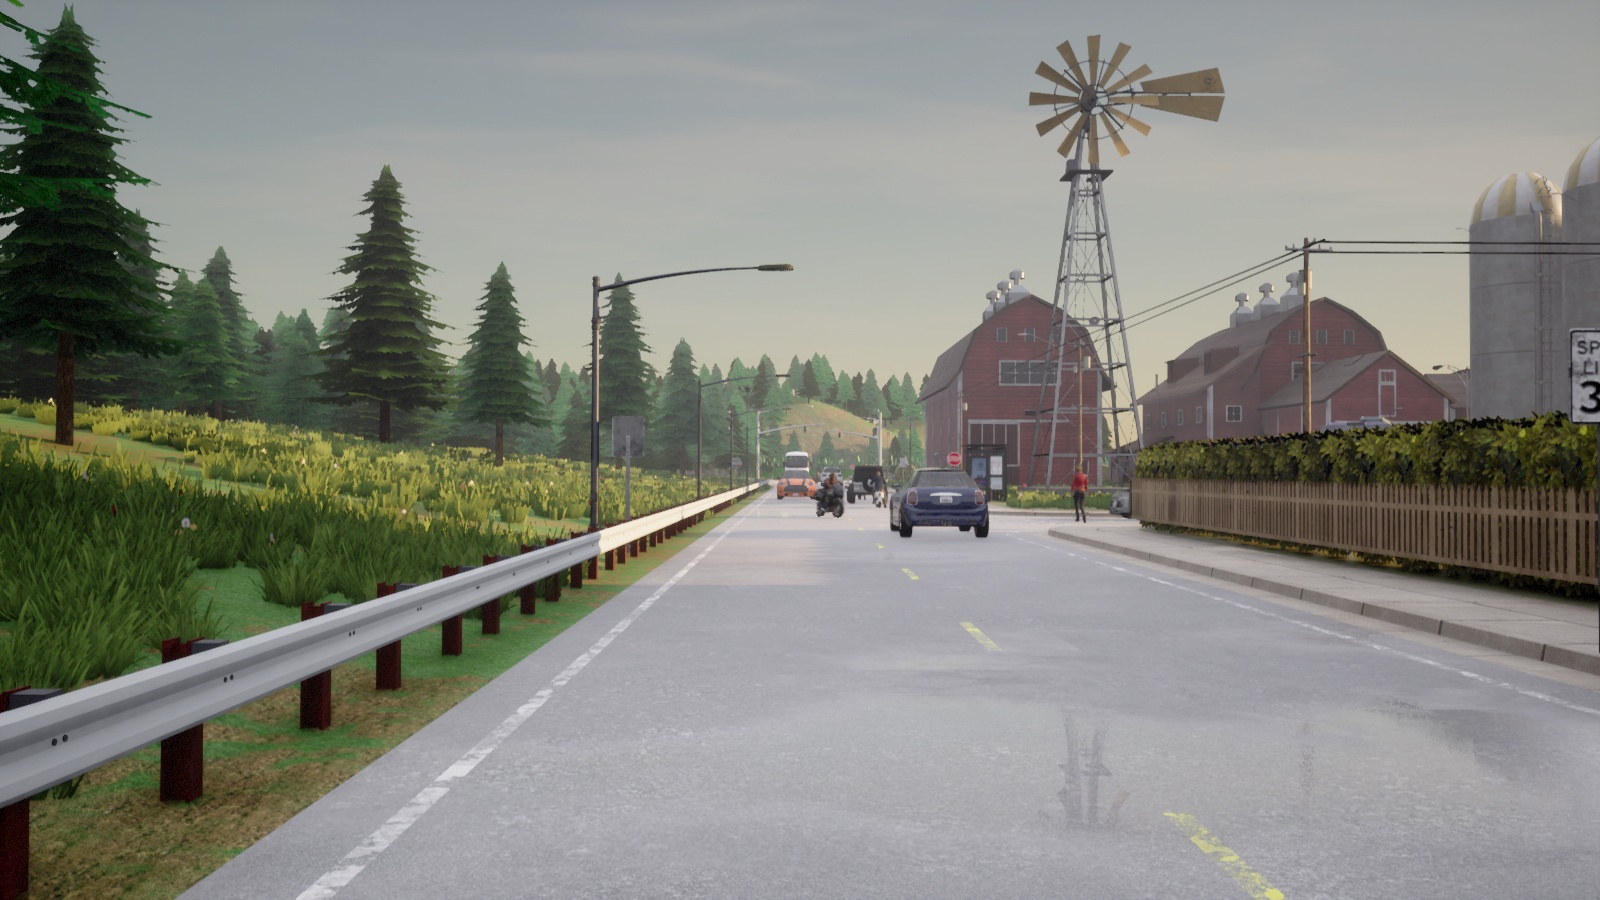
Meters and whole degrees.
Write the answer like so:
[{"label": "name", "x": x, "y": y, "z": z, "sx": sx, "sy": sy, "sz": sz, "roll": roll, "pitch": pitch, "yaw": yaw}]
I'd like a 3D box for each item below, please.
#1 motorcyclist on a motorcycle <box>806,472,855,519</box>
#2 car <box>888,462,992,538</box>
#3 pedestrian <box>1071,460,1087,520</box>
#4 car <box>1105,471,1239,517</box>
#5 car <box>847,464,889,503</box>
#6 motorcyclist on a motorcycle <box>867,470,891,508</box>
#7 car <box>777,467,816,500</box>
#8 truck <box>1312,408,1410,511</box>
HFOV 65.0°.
[{"label": "motorcyclist on a motorcycle", "x": 1.014, "y": 1.508, "z": 42.050, "sx": 0.797, "sy": 1.523, "sz": 2.044, "roll": 3, "pitch": -2, "yaw": -24}, {"label": "car", "x": 3.426, "y": 1.196, "z": 31.525, "sx": 2.097, "sy": 1.767, "sz": 4.553, "roll": 0, "pitch": -1, "yaw": 0}, {"label": "pedestrian", "x": 8.634, "y": 1.227, "z": 38.859, "sx": 0.331, "sy": 1.846, "sz": 0.636, "roll": 0, "pitch": -1, "yaw": -2}, {"label": "car", "x": 12.195, "y": 1.435, "z": 41.377, "sx": 3.806, "sy": 1.475, "sz": 1.970, "roll": 0, "pitch": -1, "yaw": 0}, {"label": "car", "x": 3.354, "y": 1.662, "z": 62.623, "sx": 1.905, "sy": 1.878, "sz": 3.866, "roll": 0, "pitch": -1, "yaw": 0}, {"label": "motorcyclist on a motorcycle", "x": 3.412, "y": 1.680, "z": 54.393, "sx": 0.866, "sy": 1.590, "sz": 1.817, "roll": 0, "pitch": -1, "yaw": -1}, {"label": "car", "x": -0.178, "y": 1.865, "z": 70.010, "sx": 2.097, "sy": 1.767, "sz": 4.553, "roll": 0, "pitch": -1, "yaw": 1}, {"label": "truck", "x": 22.982, "y": 0.430, "z": 51.204, "sx": 2.891, "sy": 3.827, "sz": 8.468, "roll": -1, "pitch": -1, "yaw": 29}]
